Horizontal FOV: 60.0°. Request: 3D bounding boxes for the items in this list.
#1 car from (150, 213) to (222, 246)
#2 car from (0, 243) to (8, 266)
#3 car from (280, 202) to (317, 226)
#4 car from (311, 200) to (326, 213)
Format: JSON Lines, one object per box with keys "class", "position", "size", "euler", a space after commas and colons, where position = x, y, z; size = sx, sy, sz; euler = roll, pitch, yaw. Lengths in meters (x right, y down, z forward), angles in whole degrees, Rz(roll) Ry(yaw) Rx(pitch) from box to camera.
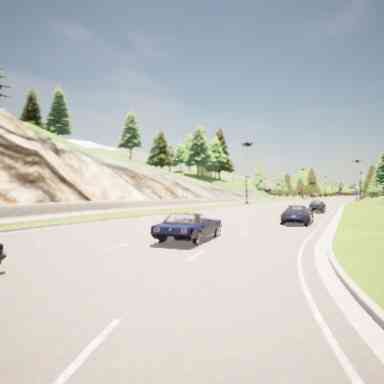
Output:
{"class": "car", "position": [-0.065, 1.608, 15.555], "size": [1.895, 1.301, 4.718], "euler": [1, 0, 21]}
{"class": "car", "position": [-6.139, 1.536, 6.806], "size": [1.895, 1.301, 4.718], "euler": [1, 0, 9]}
{"class": "car", "position": [7.859, 1.663, 24.764], "size": [1.994, 1.385, 4.181], "euler": [1, 0, 25]}
{"class": "car", "position": [15.328, 1.738, 40.772], "size": [2.033, 1.411, 5.357], "euler": [1, 0, 25]}
